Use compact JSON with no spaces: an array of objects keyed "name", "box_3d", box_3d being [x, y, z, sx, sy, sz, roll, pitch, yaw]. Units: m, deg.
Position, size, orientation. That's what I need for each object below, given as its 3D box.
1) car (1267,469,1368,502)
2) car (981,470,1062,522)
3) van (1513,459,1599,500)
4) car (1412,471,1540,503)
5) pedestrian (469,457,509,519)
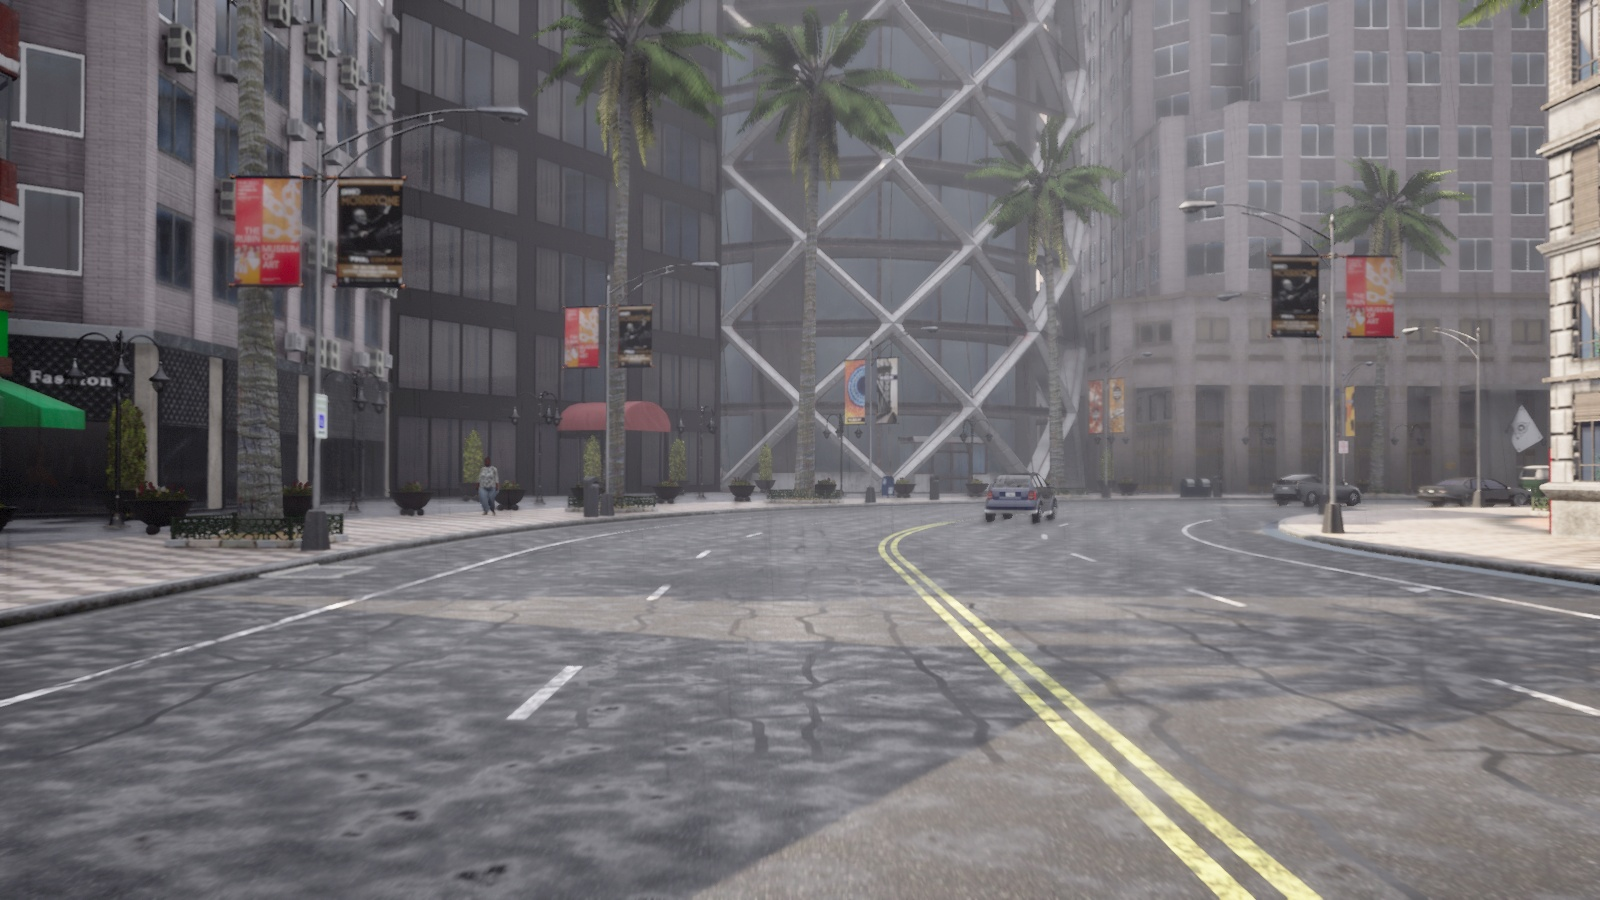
[{"name":"car","box_3d":[24.404,1.655,59.236,4.514,1.525,2.007,0,-1,-29]},{"name":"car","box_3d":[7.111,1.436,40.093,1.789,1.549,3.705,-1,-1,22]},{"name":"van","box_3d":[38.244,1.460,62.628,4.442,1.987,1.775,0,-1,-4]},{"name":"car","box_3d":[31.318,1.711,58.162,5.357,1.411,2.033,0,-1,-17]},{"name":"pedestrian","box_3d":[-9.408,1.145,38.020,0.874,1.855,0.900,0,-1,10]}]
